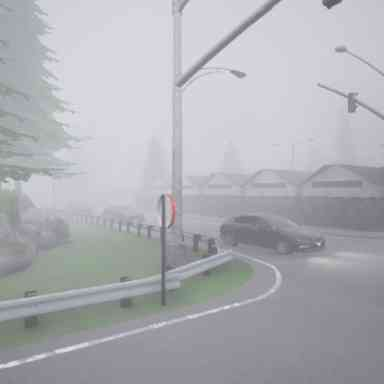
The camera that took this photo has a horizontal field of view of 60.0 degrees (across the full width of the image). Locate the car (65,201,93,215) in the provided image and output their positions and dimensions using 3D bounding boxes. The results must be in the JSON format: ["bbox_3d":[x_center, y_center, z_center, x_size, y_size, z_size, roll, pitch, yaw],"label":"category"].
[{"bbox_3d":[-12.576,1.745,36.838,2.033,1.411,5.357,0,0,-34],"label":"car"}]

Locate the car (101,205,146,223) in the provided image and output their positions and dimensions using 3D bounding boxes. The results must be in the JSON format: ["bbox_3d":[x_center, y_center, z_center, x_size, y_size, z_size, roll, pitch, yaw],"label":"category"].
[{"bbox_3d":[-5.630,1.746,26.821,2.033,1.411,5.357,0,0,-35],"label":"car"}]

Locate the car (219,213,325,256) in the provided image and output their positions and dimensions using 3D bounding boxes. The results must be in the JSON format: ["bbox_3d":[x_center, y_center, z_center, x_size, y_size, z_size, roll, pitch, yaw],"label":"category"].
[{"bbox_3d":[3.250,1.699,14.313,1.837,1.490,4.892,0,0,-38],"label":"car"}]
